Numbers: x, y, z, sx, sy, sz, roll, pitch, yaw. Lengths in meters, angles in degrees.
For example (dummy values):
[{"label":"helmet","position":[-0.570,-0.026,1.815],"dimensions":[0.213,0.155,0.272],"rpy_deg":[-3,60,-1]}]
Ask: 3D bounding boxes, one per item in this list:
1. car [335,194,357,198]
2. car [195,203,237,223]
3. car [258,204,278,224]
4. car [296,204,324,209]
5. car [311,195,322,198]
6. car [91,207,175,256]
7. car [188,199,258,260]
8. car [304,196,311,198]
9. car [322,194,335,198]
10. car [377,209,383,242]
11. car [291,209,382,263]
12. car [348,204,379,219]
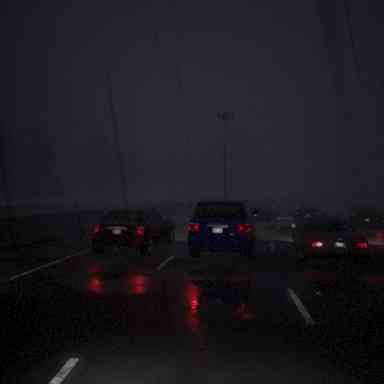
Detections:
[{"label":"car","position":[34.312,1.468,72.831],"dimensions":[4.892,1.490,1.837],"rpy_deg":[0,0,-25]},{"label":"car","position":[2.022,1.616,26.705],"dimensions":[1.895,1.301,4.718],"rpy_deg":[0,0,23]},{"label":"car","position":[5.231,1.572,25.307],"dimensions":[1.994,1.385,4.181],"rpy_deg":[0,0,23]},{"label":"car","position":[8.452,1.572,23.937],"dimensions":[1.994,1.385,4.181],"rpy_deg":[0,0,23]},{"label":"car","position":[31.403,1.468,79.198],"dimensions":[4.892,1.490,1.837],"rpy_deg":[0,0,-25]},{"label":"car","position":[-2.125,1.366,13.359],"dimensions":[2.097,1.767,4.553],"rpy_deg":[0,0,11]},{"label":"car","position":[1.317,1.258,12.721],"dimensions":[2.150,2.045,5.566],"rpy_deg":[0,0,11]},{"label":"car","position":[29.921,1.563,82.369],"dimensions":[4.718,1.301,1.895],"rpy_deg":[0,0,-25]},{"label":"car","position":[32.885,1.323,76.027],"dimensions":[4.553,1.767,2.097],"rpy_deg":[0,0,-25]},{"label":"car","position":[8.171,1.533,11.299],"dimensions":[1.812,1.442,4.674],"rpy_deg":[0,0,11]},{"label":"car","position":[4.741,1.563,11.995],"dimensions":[2.033,1.411,5.357],"rpy_deg":[0,0,11]},{"label":"car","position":[11.672,1.533,22.567],"dimensions":[1.812,1.442,4.674],"rpy_deg":[0,0,23]}]
